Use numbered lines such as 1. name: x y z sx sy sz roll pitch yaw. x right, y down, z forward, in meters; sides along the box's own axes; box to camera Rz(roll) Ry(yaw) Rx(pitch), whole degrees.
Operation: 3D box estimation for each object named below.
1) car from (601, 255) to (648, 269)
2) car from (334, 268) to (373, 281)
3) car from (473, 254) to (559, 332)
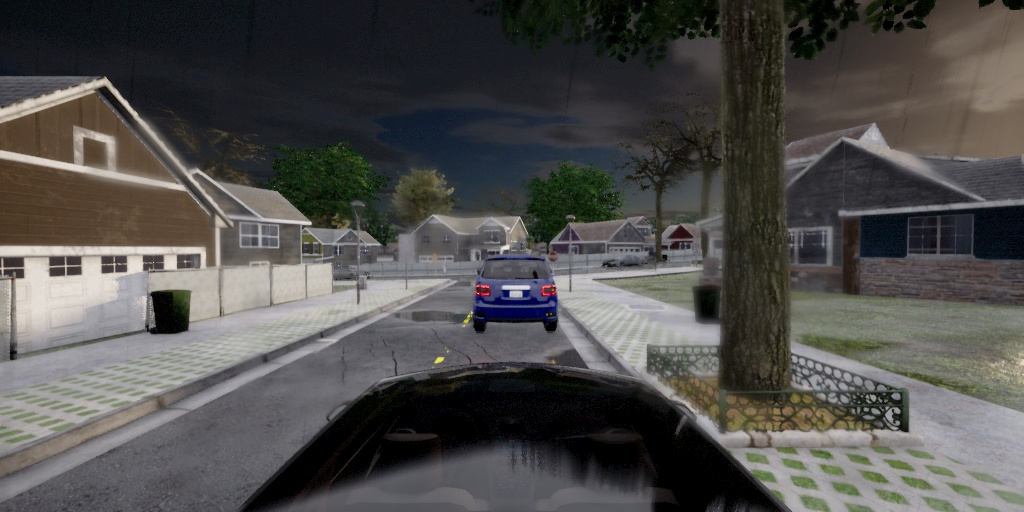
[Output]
1. car: 12.584 0.624 39.908 5.357 1.411 2.033 -3 2 -25
2. car: -16.363 1.903 36.694 4.181 1.385 1.994 -2 0 22
3. car: 0.080 0.967 10.932 2.150 2.045 5.566 0 0 0
